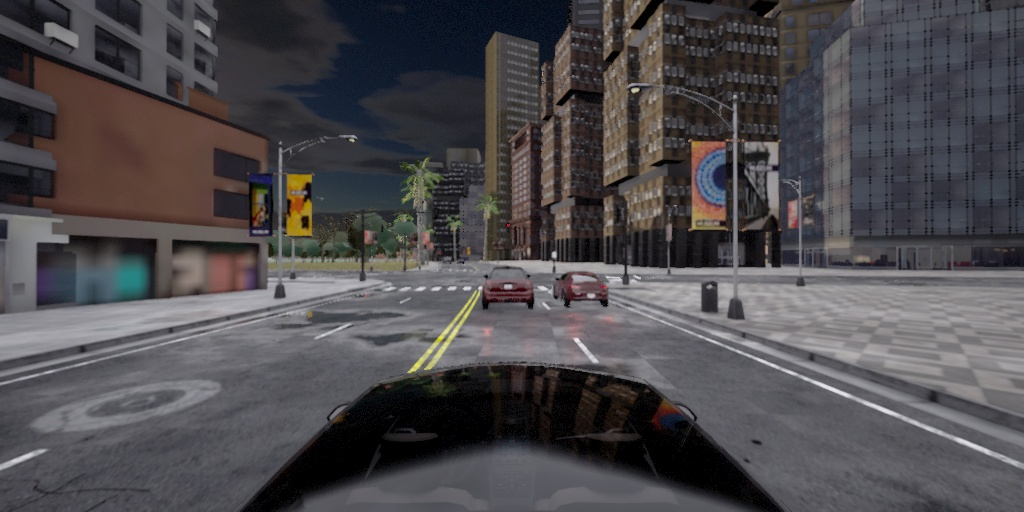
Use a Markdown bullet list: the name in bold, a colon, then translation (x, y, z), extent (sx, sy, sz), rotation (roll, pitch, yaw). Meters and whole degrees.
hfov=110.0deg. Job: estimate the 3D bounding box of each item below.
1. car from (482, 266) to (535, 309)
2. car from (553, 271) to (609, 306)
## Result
- **car**: translation (-0.209, 1.231, 16.007), extent (2.097, 1.767, 4.553), rotation (0, -1, -2)
- **car**: translation (3.032, 1.409, 16.358), extent (1.812, 1.442, 4.674), rotation (0, -1, -2)
